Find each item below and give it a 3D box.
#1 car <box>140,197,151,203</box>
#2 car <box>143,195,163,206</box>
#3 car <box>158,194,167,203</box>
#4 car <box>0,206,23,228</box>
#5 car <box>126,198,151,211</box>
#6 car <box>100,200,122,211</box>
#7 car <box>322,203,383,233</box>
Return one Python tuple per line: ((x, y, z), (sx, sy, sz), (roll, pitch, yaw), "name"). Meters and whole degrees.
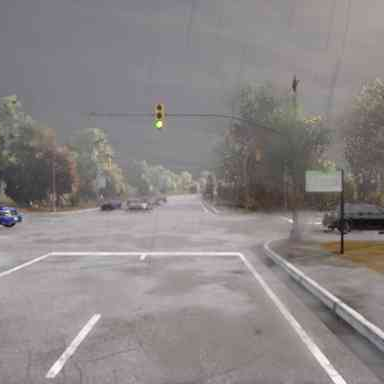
((-10.339, 1.784, 74.019), (1.994, 1.385, 4.181), (0, 0, 0), "car")
((-6.945, 1.697, 59.396), (2.128, 1.511, 4.902), (0, 0, 0), "car")
((-6.838, 1.436, 74.508), (2.150, 2.045, 5.566), (0, 0, 0), "car")
((-13.667, 1.312, 20.847), (5.566, 2.045, 2.150), (0, 0, 3), "car")
((-7.005, 1.750, 43.511), (1.895, 1.301, 4.718), (0, 0, 0), "car")
((-10.504, 1.750, 43.519), (1.895, 1.301, 4.718), (0, 0, 0), "car")
((10.162, 1.419, 19.444), (4.553, 1.767, 2.097), (0, 0, 3), "car")
